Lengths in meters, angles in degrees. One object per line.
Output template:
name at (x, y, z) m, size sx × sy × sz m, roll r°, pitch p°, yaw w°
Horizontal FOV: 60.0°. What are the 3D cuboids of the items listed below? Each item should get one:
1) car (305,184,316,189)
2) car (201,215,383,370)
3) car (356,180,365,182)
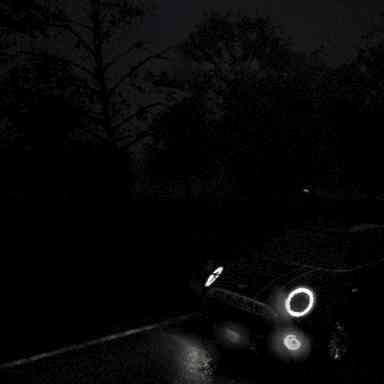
car at (26.388, -1.404, 75.336) m, size 1.994 × 1.385 × 4.181 m, roll -1°, pitch 4°, yaw 45°
car at (2.334, 1.348, 5.844) m, size 4.553 × 1.767 × 2.097 m, roll 0°, pitch 0°, yaw -37°
car at (40.426, -2.803, 81.793) m, size 4.902 × 1.511 × 2.128 m, roll -4°, pitch 3°, yaw -7°
